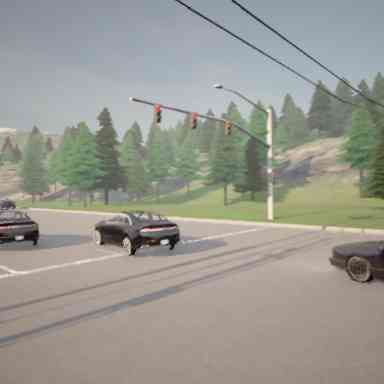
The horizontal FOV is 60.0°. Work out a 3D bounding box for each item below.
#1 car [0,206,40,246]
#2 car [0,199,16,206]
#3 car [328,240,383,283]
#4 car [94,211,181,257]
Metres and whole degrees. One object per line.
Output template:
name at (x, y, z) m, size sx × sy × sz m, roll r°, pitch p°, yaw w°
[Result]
car at (-8.330, 1.585, 14.732) m, size 2.128 × 1.511 × 4.902 m, roll -1°, pitch 0°, yaw -42°
car at (-27.035, 1.807, 48.154) m, size 4.892 × 1.490 × 1.837 m, roll -1°, pitch 0°, yaw 44°
car at (5.367, 1.436, 6.677) m, size 2.033 × 1.411 × 5.357 m, roll -1°, pitch 0°, yaw -22°
car at (-2.350, 1.490, 13.196) m, size 2.128 × 1.511 × 4.902 m, roll -1°, pitch 0°, yaw -36°
